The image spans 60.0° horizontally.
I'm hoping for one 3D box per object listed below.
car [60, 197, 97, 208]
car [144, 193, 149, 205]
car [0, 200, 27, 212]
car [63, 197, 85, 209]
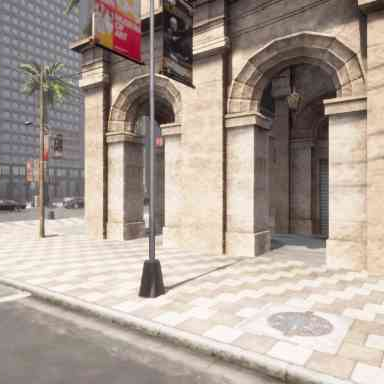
[{"bbox_3d":[-16.554,1.513,48.755,2.161,1.482,4.786,0,0,35],"label":"car"},{"bbox_3d":[-8.253,1.222,54.990,2.150,2.045,5.566,0,0,36],"label":"car"},{"bbox_3d":[-21.159,1.601,37.037,1.895,1.301,4.718,0,0,36],"label":"car"},{"bbox_3d":[-15.103,1.505,45.472,1.837,1.490,4.892,0,0,36],"label":"car"}]
